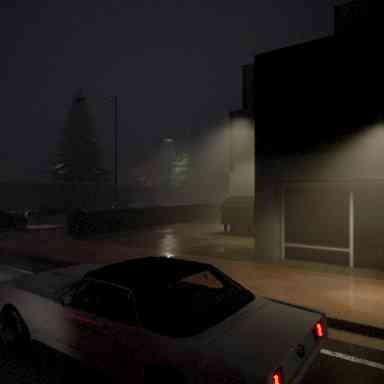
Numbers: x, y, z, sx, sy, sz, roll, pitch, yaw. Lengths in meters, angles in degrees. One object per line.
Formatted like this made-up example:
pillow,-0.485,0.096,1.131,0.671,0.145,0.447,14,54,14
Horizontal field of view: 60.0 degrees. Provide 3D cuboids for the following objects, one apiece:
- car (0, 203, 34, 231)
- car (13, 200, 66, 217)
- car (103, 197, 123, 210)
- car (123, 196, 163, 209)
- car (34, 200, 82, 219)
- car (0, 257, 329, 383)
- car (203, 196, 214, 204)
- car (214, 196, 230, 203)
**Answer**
car,-11.125,1.526,18.048,1.812,1.442,4.674,-1,0,13
car,-14.479,1.564,31.864,1.994,1.385,4.181,0,0,36
car,-8.473,1.352,40.127,2.097,1.767,4.553,0,0,36
car,-5.340,1.526,38.493,1.812,1.442,4.674,0,0,36
car,-12.094,1.491,29.192,2.128,1.511,4.902,0,0,36
car,-0.806,1.601,4.566,4.718,1.301,1.895,0,0,35
car,3.867,1.492,56.349,2.128,1.511,4.902,0,0,41
car,6.201,1.351,53.687,2.097,1.767,4.553,0,0,41
